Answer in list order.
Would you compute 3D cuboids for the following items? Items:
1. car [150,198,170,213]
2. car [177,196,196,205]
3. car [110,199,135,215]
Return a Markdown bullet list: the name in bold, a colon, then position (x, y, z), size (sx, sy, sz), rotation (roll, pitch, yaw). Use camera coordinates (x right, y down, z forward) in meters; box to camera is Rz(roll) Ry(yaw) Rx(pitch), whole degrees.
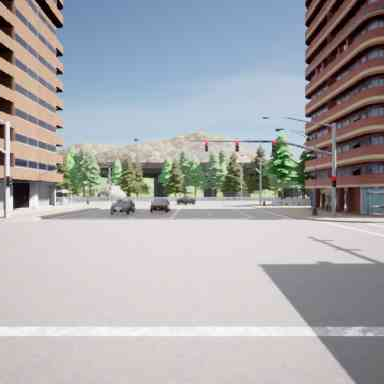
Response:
- **car**: position (-3.545, 1.478, 37.625), size (1.882, 1.535, 5.008), rotation (0, 0, 0)
- **car**: position (-1.086, 1.478, 58.871), size (2.128, 1.511, 4.902), rotation (0, 0, -27)
- **car**: position (-7.066, 1.492, 34.303), size (2.128, 1.511, 4.902), rotation (0, 0, 0)
